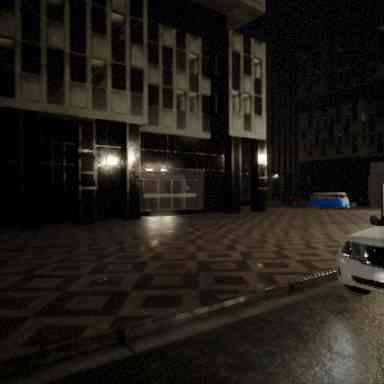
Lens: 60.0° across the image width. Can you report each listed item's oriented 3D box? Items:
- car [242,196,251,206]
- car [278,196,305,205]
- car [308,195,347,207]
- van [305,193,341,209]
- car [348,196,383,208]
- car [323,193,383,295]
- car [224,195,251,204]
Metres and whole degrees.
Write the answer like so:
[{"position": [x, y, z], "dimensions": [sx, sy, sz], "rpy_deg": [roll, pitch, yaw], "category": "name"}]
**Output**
[{"position": [7.693, 1.251, 43.834], "dimensions": [1.887, 1.381, 4.507], "rpy_deg": [-1, 0, -36], "category": "car"}, {"position": [14.610, 1.240, 48.817], "dimensions": [1.802, 1.307, 4.206], "rpy_deg": [-1, 0, -36], "category": "car"}, {"position": [17.907, 1.170, 44.231], "dimensions": [2.008, 1.369, 4.403], "rpy_deg": [-1, 0, -36], "category": "car"}, {"position": [14.285, 0.968, 34.660], "dimensions": [1.690, 1.788, 3.998], "rpy_deg": [-1, 0, -36], "category": "van"}, {"position": [21.204, 1.145, 39.644], "dimensions": [1.947, 1.339, 4.313], "rpy_deg": [-1, 0, -36], "category": "car"}, {"position": [5.532, 1.101, 7.284], "dimensions": [5.566, 2.045, 2.150], "rpy_deg": [0, 0, -35], "category": "car"}, {"position": [7.915, 1.263, 58.128], "dimensions": [1.752, 1.417, 4.829], "rpy_deg": [-1, 0, -36], "category": "car"}]
